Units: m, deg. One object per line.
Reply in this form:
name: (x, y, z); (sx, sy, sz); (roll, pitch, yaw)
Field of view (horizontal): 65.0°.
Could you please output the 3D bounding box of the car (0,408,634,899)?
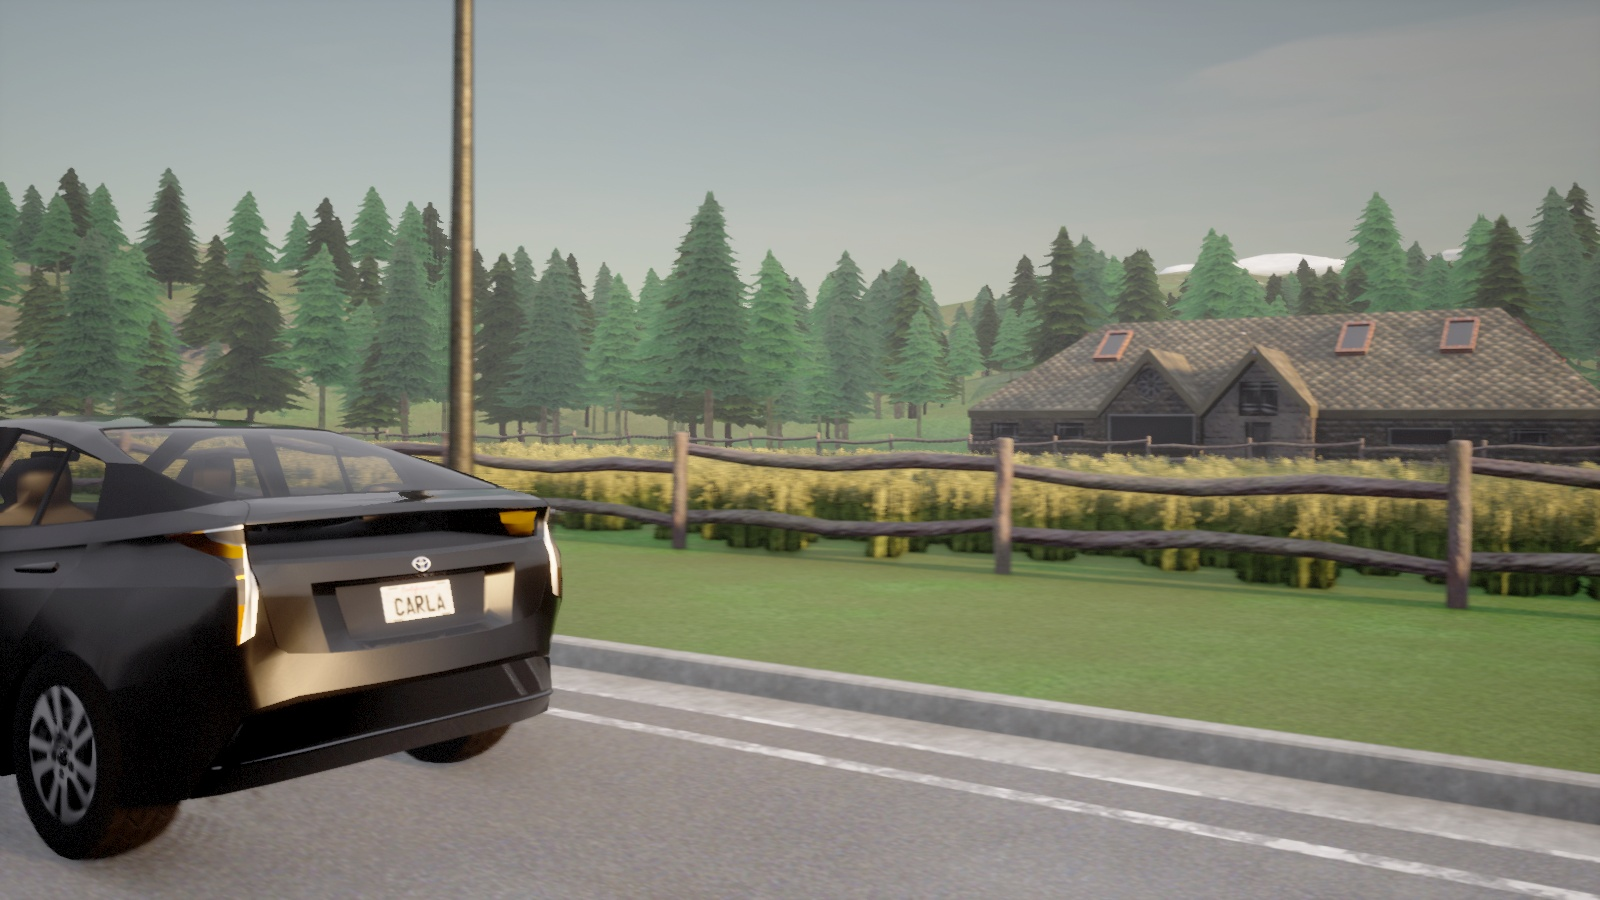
car: (-3.141, 0.623, 5.714); (4.514, 1.525, 2.007); (0, 1, 34)
